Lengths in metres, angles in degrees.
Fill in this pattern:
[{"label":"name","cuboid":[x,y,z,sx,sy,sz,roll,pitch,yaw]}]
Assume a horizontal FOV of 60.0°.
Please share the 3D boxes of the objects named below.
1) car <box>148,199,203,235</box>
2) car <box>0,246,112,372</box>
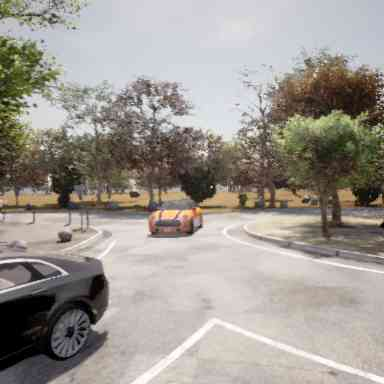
[{"label":"car","cuboid":[-0.742,1.174,17.538,2.097,1.767,4.553,-2,0,10]},{"label":"car","cuboid":[-3.091,1.467,3.686,2.128,1.511,4.902,0,0,31]}]
